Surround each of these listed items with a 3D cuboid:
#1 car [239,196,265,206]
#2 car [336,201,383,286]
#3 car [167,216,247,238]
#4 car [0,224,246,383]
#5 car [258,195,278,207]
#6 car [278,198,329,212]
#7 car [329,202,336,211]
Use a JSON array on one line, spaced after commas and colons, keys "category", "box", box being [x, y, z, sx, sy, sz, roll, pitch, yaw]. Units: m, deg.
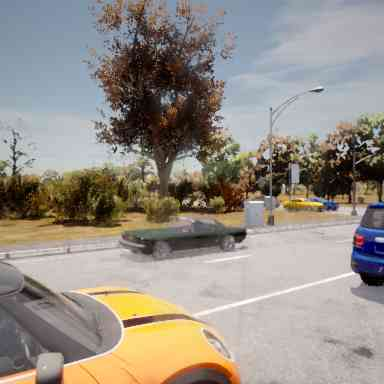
[{"category": "car", "box": [7.617, 1.588, 47.152, 1.895, 1.301, 4.718, 0, 0, -33]}, {"category": "car", "box": [6.153, 1.221, 8.132, 5.566, 2.045, 2.150, 0, 0, -35]}, {"category": "car", "box": [-0.244, 1.600, 12.393, 4.718, 1.301, 1.895, 0, 0, -35]}, {"category": "car", "box": [-1.755, 1.352, 2.493, 4.553, 1.767, 2.097, 0, 0, -35]}, {"category": "car", "box": [10.744, 1.339, 48.748, 2.097, 1.767, 4.553, 0, 0, -32]}, {"category": "car", "box": [12.928, 1.475, 38.769, 1.882, 1.535, 5.008, 0, 0, -32]}, {"category": "car", "box": [15.623, 1.475, 41.051, 1.882, 1.535, 5.008, 0, 0, -32]}]
